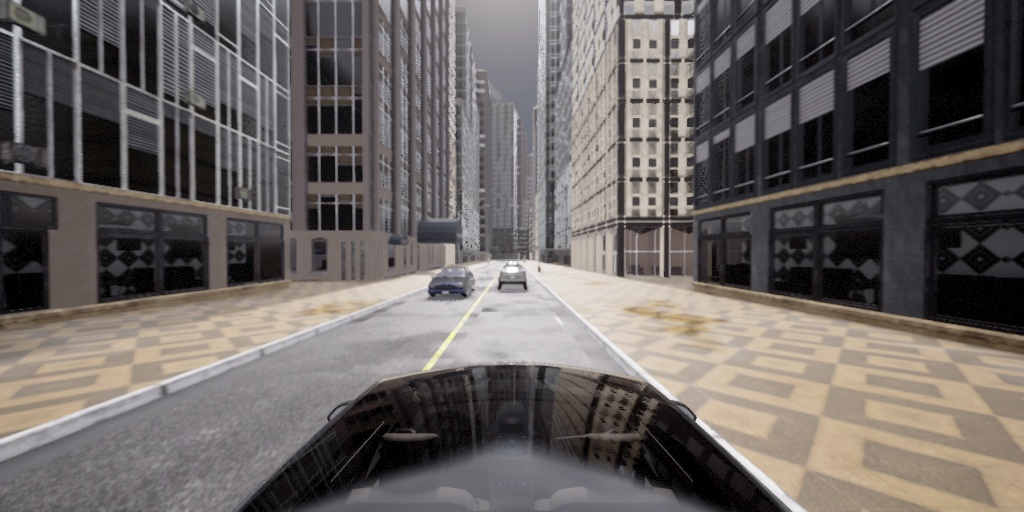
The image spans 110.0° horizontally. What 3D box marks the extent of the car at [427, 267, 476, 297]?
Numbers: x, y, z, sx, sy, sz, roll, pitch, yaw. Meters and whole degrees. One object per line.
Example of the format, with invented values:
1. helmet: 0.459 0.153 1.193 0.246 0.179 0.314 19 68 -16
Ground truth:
1. car: -3.013 1.289 18.986 2.033 1.411 5.357 0 0 0

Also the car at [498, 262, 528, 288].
1. car: 0.049 1.288 23.332 2.033 1.411 5.357 0 0 1
